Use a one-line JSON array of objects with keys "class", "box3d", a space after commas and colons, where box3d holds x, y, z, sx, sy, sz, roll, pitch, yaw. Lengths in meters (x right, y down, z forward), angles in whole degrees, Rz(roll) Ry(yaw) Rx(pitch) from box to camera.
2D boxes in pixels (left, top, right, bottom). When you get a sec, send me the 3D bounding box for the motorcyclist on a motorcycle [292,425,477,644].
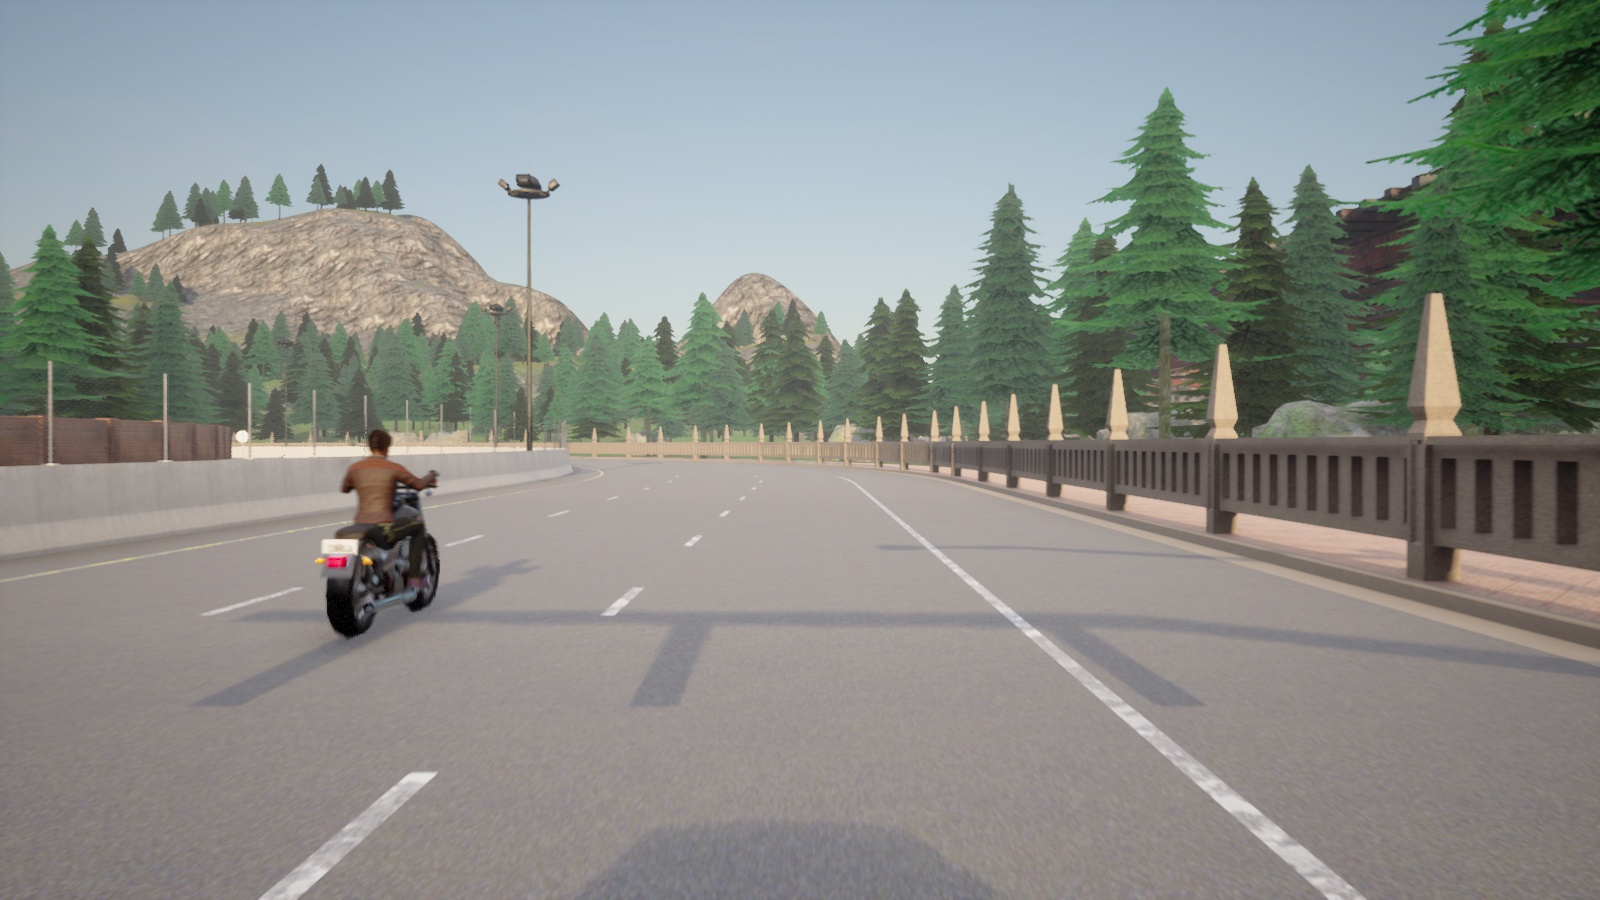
[{"class": "motorcyclist on a motorcycle", "box3d": [-3.426, 0.634, 10.611, 0.766, 1.649, 2.350, 0, 0, 0]}]
